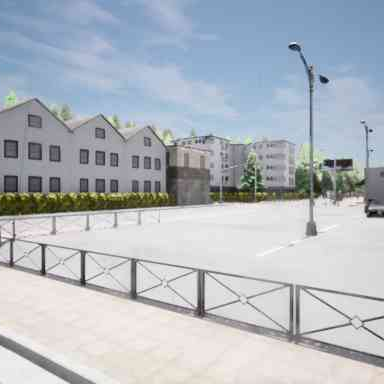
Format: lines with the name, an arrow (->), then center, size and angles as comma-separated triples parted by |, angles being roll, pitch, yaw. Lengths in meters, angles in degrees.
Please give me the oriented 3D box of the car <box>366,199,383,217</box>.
car -> 15.381, 1.297, 26.840 | 2.007, 1.523, 4.514 | 0, 0, 35
